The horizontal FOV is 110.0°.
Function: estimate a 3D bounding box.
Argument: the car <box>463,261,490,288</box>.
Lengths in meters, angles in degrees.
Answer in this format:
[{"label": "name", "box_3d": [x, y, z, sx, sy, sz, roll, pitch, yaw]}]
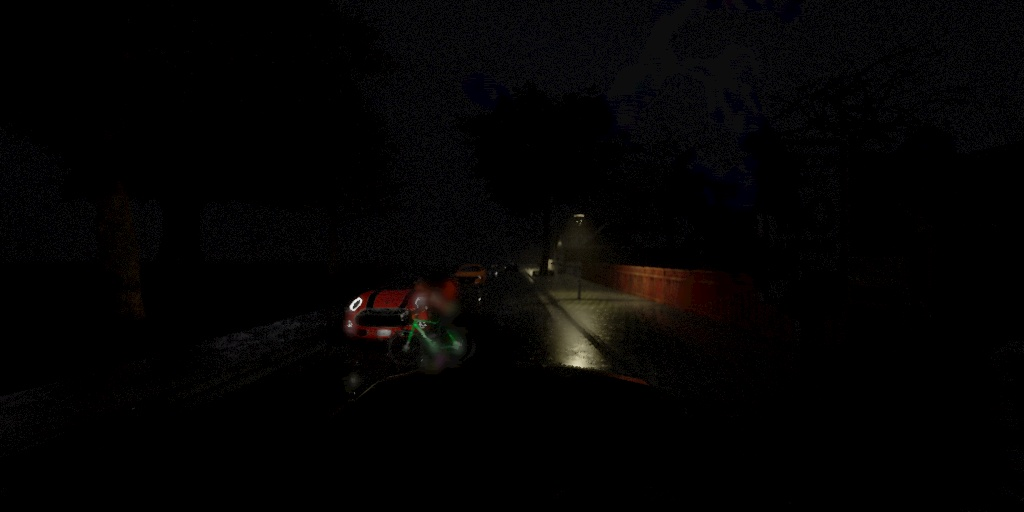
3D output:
[{"label": "car", "box_3d": [-2.852, 1.324, 25.266, 1.882, 1.535, 5.008, 0, 0, 0]}]

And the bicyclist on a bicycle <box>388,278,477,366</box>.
[{"label": "bicyclist on a bicycle", "box_3d": [-1.475, 1.221, 6.587, 1.656, 1.620, 0.582, -2, 0, 0]}]

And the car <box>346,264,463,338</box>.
[{"label": "car", "box_3d": [-2.855, 1.139, 10.254, 2.097, 1.767, 4.553, 0, 0, 0]}]

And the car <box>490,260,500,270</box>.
[{"label": "car", "box_3d": [-2.884, 1.395, 55.793, 2.128, 1.511, 4.902, 0, 0, 0]}]

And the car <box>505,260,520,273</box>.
[{"label": "car", "box_3d": [0.008, 1.444, 46.692, 2.033, 1.411, 5.357, 0, 0, 0]}]
